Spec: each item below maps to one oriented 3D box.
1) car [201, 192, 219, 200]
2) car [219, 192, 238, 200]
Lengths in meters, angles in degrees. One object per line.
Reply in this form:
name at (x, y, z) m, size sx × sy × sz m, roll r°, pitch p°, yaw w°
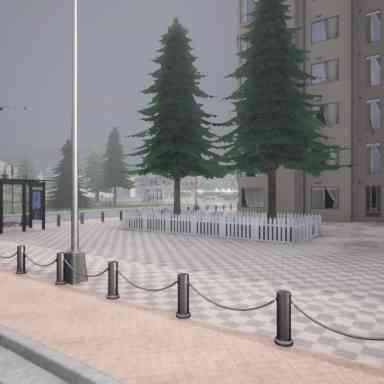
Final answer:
car at (5.185, 1.384, 91.418) m, size 3.806 × 1.475 × 1.970 m, roll 0°, pitch 0°, yaw 35°
car at (9.547, 1.374, 84.715) m, size 3.633 × 1.501 × 1.845 m, roll 0°, pitch 0°, yaw 35°
